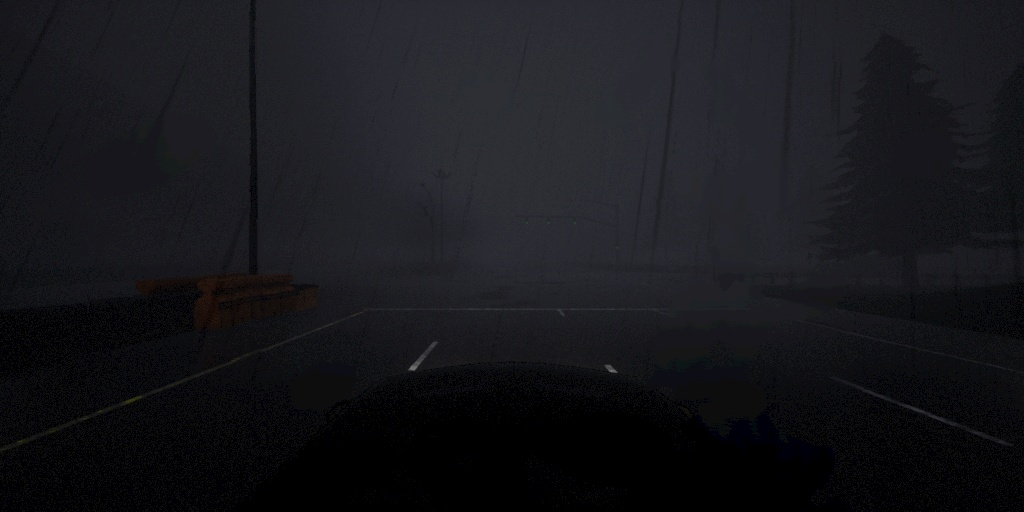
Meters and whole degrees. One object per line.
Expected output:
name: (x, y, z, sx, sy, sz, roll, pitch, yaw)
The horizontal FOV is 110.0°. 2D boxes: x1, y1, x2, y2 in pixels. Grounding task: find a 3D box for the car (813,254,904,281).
car: (27.670, 0.882, 28.650, 5.566, 2.045, 2.150, 0, 0, 11)
